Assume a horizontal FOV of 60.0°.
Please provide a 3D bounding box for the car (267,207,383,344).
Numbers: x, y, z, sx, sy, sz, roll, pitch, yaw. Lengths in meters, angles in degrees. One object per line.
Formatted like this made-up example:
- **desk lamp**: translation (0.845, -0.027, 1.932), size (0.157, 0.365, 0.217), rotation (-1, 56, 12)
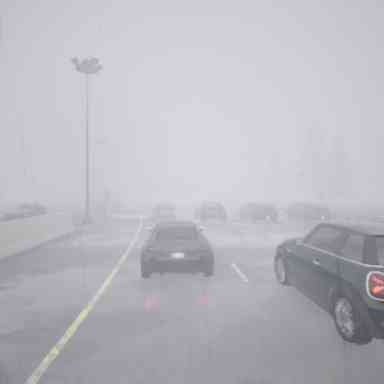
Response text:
- **car**: translation (3.226, 1.345, 6.623), size (2.097, 1.767, 4.553), rotation (0, 0, -3)

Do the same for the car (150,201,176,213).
- **car**: translation (-2.482, 1.488, 27.981), size (1.882, 1.535, 5.008), rotation (0, 0, -9)

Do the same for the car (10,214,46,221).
- **car**: translation (-12.938, 1.583, 26.307), size (2.033, 1.411, 5.357), rotation (0, 0, -8)

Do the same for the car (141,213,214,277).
- **car**: translation (-0.493, 1.567, 10.379), size (1.994, 1.385, 4.181), rotation (0, 0, -4)

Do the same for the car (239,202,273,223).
- **car**: translation (4.969, 1.497, 25.443), size (1.837, 1.490, 4.892), rotation (0, 0, -8)

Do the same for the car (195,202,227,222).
- **car**: translation (1.366, 1.492, 25.879), size (2.128, 1.511, 4.902), rotation (0, 0, -8)

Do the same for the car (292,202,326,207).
- **car**: translation (8.571, 1.488, 24.934), size (1.837, 1.490, 4.892), rotation (0, 0, -7)
